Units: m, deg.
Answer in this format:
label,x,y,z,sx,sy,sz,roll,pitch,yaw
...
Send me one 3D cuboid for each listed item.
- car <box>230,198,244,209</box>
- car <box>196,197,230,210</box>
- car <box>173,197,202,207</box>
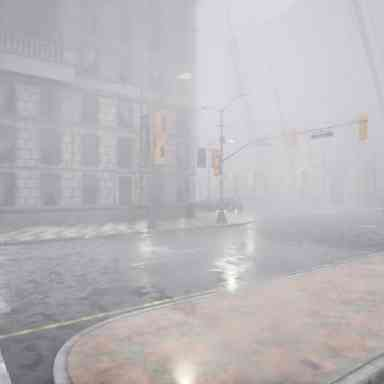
label,x,y,z,sx,sy,sz,roll,pitch,yaw
car,4.887,1.505,44.678,1.837,1.490,4.892,0,0,-36
car,2.326,1.564,42.245,1.994,1.385,4.181,0,0,-36
car,-0.798,1.547,52.624,2.033,1.411,5.357,0,0,-35
